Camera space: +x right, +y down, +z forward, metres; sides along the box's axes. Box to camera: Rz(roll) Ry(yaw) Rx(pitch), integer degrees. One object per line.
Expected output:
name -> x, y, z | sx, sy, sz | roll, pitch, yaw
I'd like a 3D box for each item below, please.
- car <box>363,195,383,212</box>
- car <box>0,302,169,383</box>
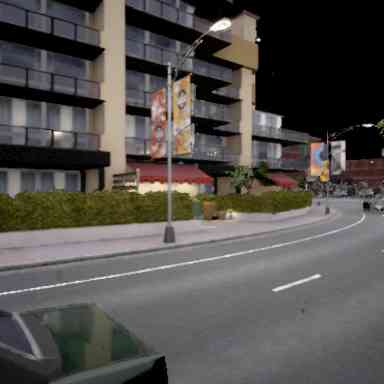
car -> 20.143, 1.427, 36.671 | 2.128, 1.511, 4.902 | 0, 0, 20
car -> -2.604, 1.604, 2.213 | 4.718, 1.301, 1.895 | 0, 0, -36
